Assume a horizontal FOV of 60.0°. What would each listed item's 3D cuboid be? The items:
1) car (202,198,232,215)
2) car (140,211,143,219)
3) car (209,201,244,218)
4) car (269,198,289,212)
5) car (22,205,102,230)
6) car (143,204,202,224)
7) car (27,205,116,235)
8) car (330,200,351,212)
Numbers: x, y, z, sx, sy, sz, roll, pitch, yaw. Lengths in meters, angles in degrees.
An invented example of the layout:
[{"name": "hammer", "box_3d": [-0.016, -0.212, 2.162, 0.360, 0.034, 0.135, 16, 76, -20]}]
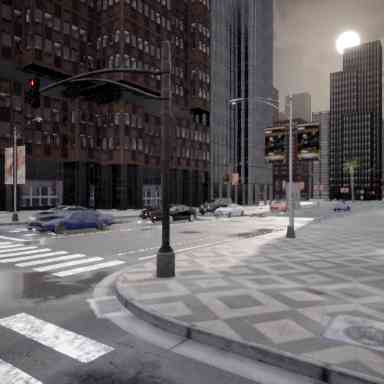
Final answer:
[{"name": "car", "box_3d": [3.108, 1.754, 41.014, 2.150, 2.045, 5.566, 0, -1, 35]}, {"name": "car", "box_3d": [-3.112, 1.940, 32.256, 1.994, 1.385, 4.181, 0, -1, 35]}, {"name": "car", "box_3d": [4.230, 2.024, 36.983, 1.812, 1.442, 4.674, 0, -1, 35]}, {"name": "car", "box_3d": [13.165, 2.075, 49.462, 2.097, 1.767, 4.553, 0, -1, 36]}, {"name": "car", "box_3d": [-9.118, 1.717, 23.763, 2.128, 1.511, 4.902, 0, -1, 35]}, {"name": "car", "box_3d": [-1.560, 1.830, 28.812, 1.882, 1.535, 5.008, 0, -1, 35]}, {"name": "car", "box_3d": [-7.282, 1.757, 20.733, 2.033, 1.411, 5.357, 0, -1, 35]}, {"name": "car", "box_3d": [24.254, 2.430, 53.675, 2.033, 1.411, 5.357, 0, -1, 34]}]
